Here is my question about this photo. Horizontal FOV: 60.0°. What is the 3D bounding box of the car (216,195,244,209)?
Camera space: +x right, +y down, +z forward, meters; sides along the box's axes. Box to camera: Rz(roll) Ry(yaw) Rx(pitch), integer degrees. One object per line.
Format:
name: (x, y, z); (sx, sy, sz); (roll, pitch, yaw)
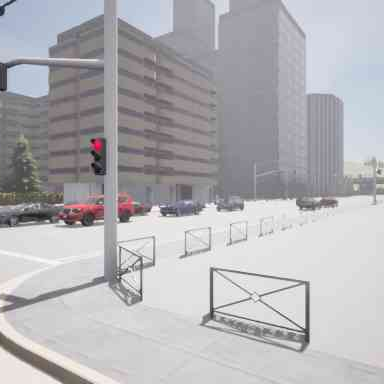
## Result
car: (5.393, 1.351, 46.926); (2.097, 1.767, 4.553); (0, 0, 35)

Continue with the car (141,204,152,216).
car: (-5.941, 1.600, 30.544); (1.895, 1.301, 4.718); (0, 0, 35)

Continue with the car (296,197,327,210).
car: (15.059, 1.491, 42.183); (2.128, 1.511, 4.902); (0, 0, 35)

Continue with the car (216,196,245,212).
car: (4.689, 1.525, 39.779); (1.812, 1.442, 4.674); (0, 0, 35)

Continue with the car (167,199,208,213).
car: (-0.397, 1.546, 38.589); (2.033, 1.411, 5.357); (0, 0, 35)

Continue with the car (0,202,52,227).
car: (-11.200, 1.490, 22.911); (2.128, 1.511, 4.902); (0, 0, 35)

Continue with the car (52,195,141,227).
car: (-6.537, 1.220, 23.511); (2.150, 2.045, 5.566); (0, 0, 35)

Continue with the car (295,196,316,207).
car: (17.958, 1.477, 52.537); (1.882, 1.535, 5.008); (0, 0, 35)

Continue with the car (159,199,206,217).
car: (-0.994, 1.600, 31.556); (1.895, 1.301, 4.718); (0, 0, 35)

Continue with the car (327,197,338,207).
car: (20.882, 1.477, 50.644); (1.882, 1.535, 5.008); (0, 0, 35)
